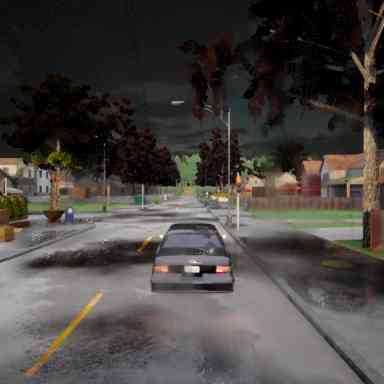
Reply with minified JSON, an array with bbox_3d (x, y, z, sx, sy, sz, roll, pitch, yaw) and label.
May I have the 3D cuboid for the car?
[{"bbox_3d":[0.017,1.547,8.962,2.033,1.411,5.357,0,0,0],"label":"car"}]
